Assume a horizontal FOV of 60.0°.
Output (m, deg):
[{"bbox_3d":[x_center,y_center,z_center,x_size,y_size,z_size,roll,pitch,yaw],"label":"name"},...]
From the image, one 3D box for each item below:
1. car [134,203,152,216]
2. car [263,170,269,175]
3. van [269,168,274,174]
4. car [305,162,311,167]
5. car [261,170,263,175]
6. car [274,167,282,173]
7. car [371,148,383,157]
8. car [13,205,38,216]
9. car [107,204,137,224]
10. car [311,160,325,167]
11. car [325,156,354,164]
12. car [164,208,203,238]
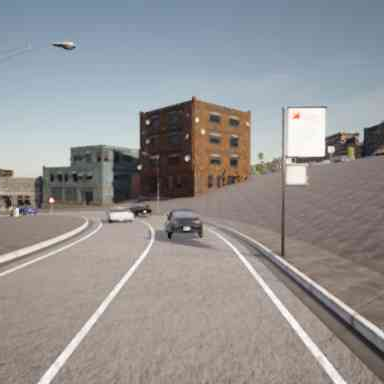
[{"bbox_3d":[-6.102,2.001,38.003,1.882,1.535,5.008,0,-1,-25],"label":"car"},{"bbox_3d":[20.656,-4.776,86.438,2.002,1.452,4.674,0,1,-1],"label":"car"},{"bbox_3d":[20.778,-4.982,80.794,1.878,1.987,4.442,0,1,-1],"label":"van"},{"bbox_3d":[21.254,-4.602,58.867,2.185,1.767,4.553,0,1,-1],"label":"car"},{"bbox_3d":[20.537,-5.119,91.921,2.435,2.045,5.566,0,1,-1],"label":"car"},{"bbox_3d":[20.895,-4.693,75.400,2.231,1.521,4.892,0,1,-1],"label":"car"},{"bbox_3d":[21.734,-4.151,36.765,2.231,1.521,4.892,0,1,-1],"label":"car"},{"bbox_3d":[-30.410,3.321,60.606,5.566,2.045,2.150,-4,-1,35],"label":"car"},{"bbox_3d":[-6.034,1.904,27.668,1.895,1.301,4.718,0,-1,-17],"label":"car"},{"bbox_3d":[21.377,-4.354,53.195,2.002,1.452,4.674,0,1,-1],"label":"car"},{"bbox_3d":[21.497,-4.440,47.701,2.185,1.767,4.553,0,1,-1],"label":"car"},{"bbox_3d":[-0.511,1.637,18.422,1.812,1.442,4.674,0,-1,-6],"label":"car"}]
